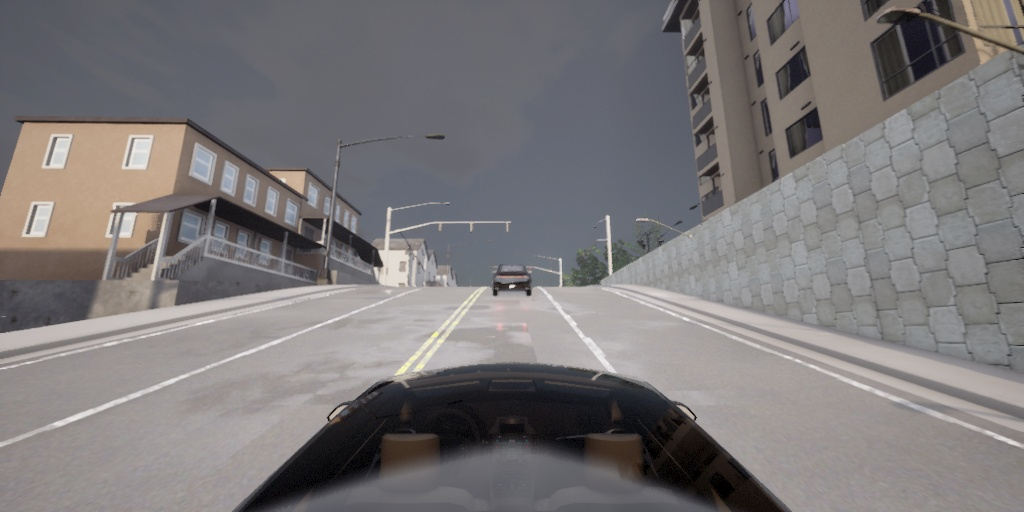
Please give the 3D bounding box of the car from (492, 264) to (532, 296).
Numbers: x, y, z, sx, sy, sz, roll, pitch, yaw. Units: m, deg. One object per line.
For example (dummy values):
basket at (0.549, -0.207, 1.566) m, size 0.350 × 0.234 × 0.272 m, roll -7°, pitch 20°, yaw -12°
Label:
car at (-0.001, 1.136, 18.084) m, size 2.128 × 1.511 × 4.902 m, roll 0°, pitch 0°, yaw 0°
